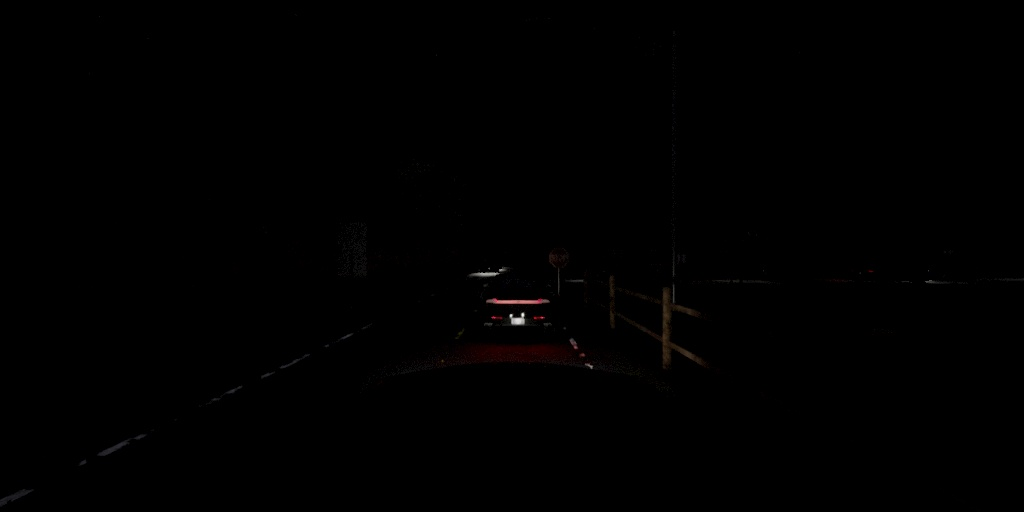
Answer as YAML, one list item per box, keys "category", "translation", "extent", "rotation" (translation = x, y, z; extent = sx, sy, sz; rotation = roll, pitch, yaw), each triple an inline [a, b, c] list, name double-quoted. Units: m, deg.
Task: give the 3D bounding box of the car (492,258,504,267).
- category: "car"
  translation: [-2.393, 1.161, 62.951]
  extent: [1.837, 1.490, 4.892]
  rotation: [0, 0, 1]

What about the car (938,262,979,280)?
- category: "car"
  translation: [33.531, 1.155, 28.055]
  extent: [4.181, 1.385, 1.994]
  rotation: [0, 0, -1]

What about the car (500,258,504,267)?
- category: "car"
  translation: [-2.510, 1.246, 52.821]
  extent: [1.994, 1.385, 4.181]
  rotation: [0, 0, 1]

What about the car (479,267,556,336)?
- category: "car"
  translation: [0.148, 1.236, 10.377]
  extent: [2.128, 1.511, 4.902]
  rotation: [0, 0, 0]

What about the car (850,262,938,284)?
- category: "car"
  translation: [26.272, 1.166, 25.017]
  extent: [4.181, 1.385, 1.994]
  rotation: [0, 0, -1]

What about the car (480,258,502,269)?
- category: "car"
  translation: [-2.591, 1.267, 42.840]
  extent: [1.994, 1.385, 4.181]
  rotation: [0, 0, 1]

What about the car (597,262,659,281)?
- category: "car"
  translation: [9.039, 1.224, 28.109]
  extent: [4.674, 1.442, 1.812]
  rotation: [0, 0, 4]

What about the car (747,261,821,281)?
- category: "car"
  translation: [21.062, 1.123, 27.914]
  extent: [5.008, 1.535, 1.882]
  rotation: [0, 0, -1]
